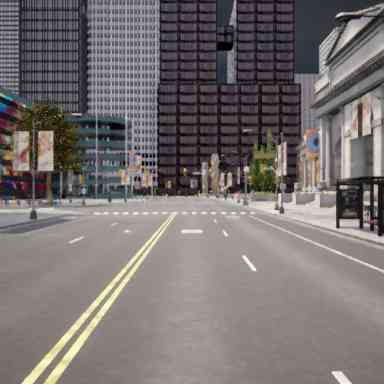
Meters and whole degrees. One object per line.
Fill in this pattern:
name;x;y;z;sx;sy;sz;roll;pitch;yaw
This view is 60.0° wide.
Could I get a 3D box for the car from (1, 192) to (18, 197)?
car;-46.031;1.272;81.377;4.674;1.452;2.002;0;0;0
